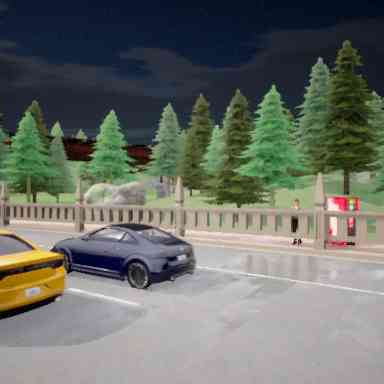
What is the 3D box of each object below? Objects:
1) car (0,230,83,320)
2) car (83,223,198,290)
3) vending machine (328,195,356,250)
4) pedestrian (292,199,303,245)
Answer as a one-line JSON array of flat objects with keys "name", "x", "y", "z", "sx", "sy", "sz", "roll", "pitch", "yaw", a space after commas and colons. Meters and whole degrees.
[{"name": "car", "x": -4.720, "y": 1.470, "z": 6.694, "sx": 5.008, "sy": 1.535, "sz": 1.882, "roll": 0, "pitch": 0, "yaw": 31}, {"name": "car", "x": -1.948, "y": 1.557, "z": 9.098, "sx": 4.181, "sy": 1.385, "sz": 1.994, "roll": 0, "pitch": 0, "yaw": 31}, {"name": "vending machine", "x": 6.080, "y": 1.193, "z": 13.466, "sx": 0.880, "sy": 2.100, "sz": 1.100, "roll": 0, "pitch": 0, "yaw": 33}, {"name": "pedestrian", "x": 4.097, "y": 1.138, "z": 12.986, "sx": 0.375, "sy": 1.860, "sz": 0.375, "roll": 0, "pitch": 0, "yaw": 33}]
